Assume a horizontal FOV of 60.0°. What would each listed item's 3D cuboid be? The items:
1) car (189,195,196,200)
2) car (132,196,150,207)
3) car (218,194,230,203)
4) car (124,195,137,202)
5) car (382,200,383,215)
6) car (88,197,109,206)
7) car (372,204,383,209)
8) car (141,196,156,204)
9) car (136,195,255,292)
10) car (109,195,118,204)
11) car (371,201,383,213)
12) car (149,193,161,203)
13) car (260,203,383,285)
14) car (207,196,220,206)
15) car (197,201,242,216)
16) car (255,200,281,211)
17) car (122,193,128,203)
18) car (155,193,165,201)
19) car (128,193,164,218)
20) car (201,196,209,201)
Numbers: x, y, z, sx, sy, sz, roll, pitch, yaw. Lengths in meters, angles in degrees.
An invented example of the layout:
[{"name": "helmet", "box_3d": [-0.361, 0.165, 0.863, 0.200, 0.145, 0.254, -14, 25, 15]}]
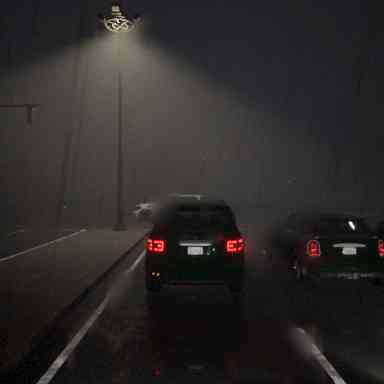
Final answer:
[{"name": "car", "box_3d": [0.120, 1.595, 95.391, 1.895, 1.301, 4.718, 0, 0, 1]}, {"name": "car", "box_3d": [-8.166, 1.491, 53.185, 2.128, 1.511, 4.902, 0, 0, 0]}, {"name": "car", "box_3d": [6.913, 1.355, 71.662, 2.097, 1.767, 4.553, 0, 0, 0]}, {"name": "car", "box_3d": [-15.104, 1.525, 81.988, 2.128, 1.511, 4.902, 0, 0, 0]}, {"name": "car", "box_3d": [21.431, 1.526, 32.550, 4.674, 1.442, 1.812, 0, 0, 1]}, {"name": "car", "box_3d": [-15.162, 1.564, 53.238, 1.994, 1.385, 4.181, 0, 0, 0]}, {"name": "car", "box_3d": [7.066, 1.221, 8.772, 2.150, 2.045, 5.566, 0, 0, 0]}, {"name": "car", "box_3d": [-8.141, 1.547, 62.932, 2.033, 1.411, 5.357, 0, 0, 1]}, {"name": "car", "box_3d": [0.067, 1.221, 9.075, 2.150, 2.045, 5.566, 0, 0, 0]}, {"name": "car", "box_3d": [-15.140, 1.601, 61.991, 1.895, 1.301, 4.718, 0, 0, 0]}, {"name": "car", "box_3d": [22.243, 1.601, 36.042, 4.718, 1.301, 1.895, 0, 0, 1]}, {"name": "car", "box_3d": [-8.101, 1.225, 73.453, 2.150, 2.045, 5.566, 0, 0, 0]}, {"name": "car", "box_3d": [3.566, 1.352, 9.645, 2.097, 1.767, 4.553, 0, 0, 0]}, {"name": "car", "box_3d": [3.497, 1.477, 55.245, 1.882, 1.535, 5.008, 0, 0, 0]}, {"name": "car", "box_3d": [2.697, 1.601, 33.774, 1.895, 1.301, 4.718, 0, 0, -35]}, {"name": "car", "box_3d": [8.628, 1.601, 37.623, 4.718, 1.301, 1.895, 0, 0, 29]}, {"name": "car", "box_3d": [-15.099, 1.225, 71.887, 2.150, 2.045, 5.566, 0, 0, 0]}, {"name": "car", "box_3d": [-8.085, 1.210, 84.225, 2.150, 2.045, 5.566, 0, 0, 0]}, {"name": "car", "box_3d": [-1.643, 1.221, 24.941, 5.566, 2.045, 2.150, 0, 0, -4]}, {"name": "car", "box_3d": [3.427, 1.595, 85.844, 1.895, 1.301, 4.718, 0, 0, 1]}]
